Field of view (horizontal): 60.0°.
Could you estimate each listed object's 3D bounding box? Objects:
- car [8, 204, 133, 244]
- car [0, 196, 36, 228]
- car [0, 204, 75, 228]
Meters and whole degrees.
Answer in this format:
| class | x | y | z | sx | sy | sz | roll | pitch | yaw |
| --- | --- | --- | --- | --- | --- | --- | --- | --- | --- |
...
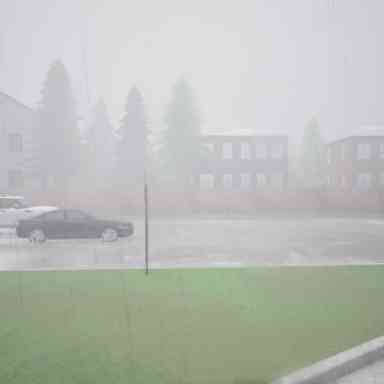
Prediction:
| class | x | y | z | sx | sy | sz | roll | pitch | yaw |
| --- | --- | --- | --- | --- | --- | --- | --- | --- | --- |
| car | -5.195 | 1.452 | 15.112 | 5.008 | 1.535 | 1.882 | -1 | 0 | -3 |
| car | -9.986 | 1.212 | 18.392 | 5.566 | 2.045 | 2.150 | -1 | 0 | -3 |
| car | -10.143 | 1.541 | 21.885 | 4.181 | 1.385 | 1.994 | 0 | 0 | -3 |
